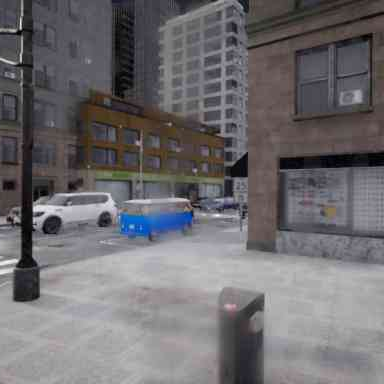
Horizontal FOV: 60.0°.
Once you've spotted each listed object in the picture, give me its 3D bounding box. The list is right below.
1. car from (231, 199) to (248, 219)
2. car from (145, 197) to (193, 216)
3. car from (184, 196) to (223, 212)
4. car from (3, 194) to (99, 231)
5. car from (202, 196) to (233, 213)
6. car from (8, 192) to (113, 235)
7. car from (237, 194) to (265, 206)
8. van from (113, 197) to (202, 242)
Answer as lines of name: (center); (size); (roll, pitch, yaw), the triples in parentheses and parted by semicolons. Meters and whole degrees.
car: (5.010, 1.279, 24.629); (2.008, 1.369, 4.403); (1, 1, 35)
car: (-1.952, 1.213, 29.549); (1.887, 1.381, 4.507); (1, 1, 35)
car: (1.285, 1.165, 34.131); (1.947, 1.339, 4.313); (1, 2, 35)
car: (-8.424, 1.121, 20.384); (2.192, 1.841, 5.009); (1, 1, 35)
car: (2.867, 1.157, 31.766); (1.812, 1.442, 4.674); (0, 1, 35)
car: (-6.663, 1.055, 18.275); (2.150, 2.045, 5.566); (0, 1, 35)
car: (7.759, 1.026, 43.292); (1.947, 1.339, 4.313); (1, 2, 35)
van: (-1.463, 1.207, 15.465); (1.690, 1.788, 3.998); (1, 1, 35)
